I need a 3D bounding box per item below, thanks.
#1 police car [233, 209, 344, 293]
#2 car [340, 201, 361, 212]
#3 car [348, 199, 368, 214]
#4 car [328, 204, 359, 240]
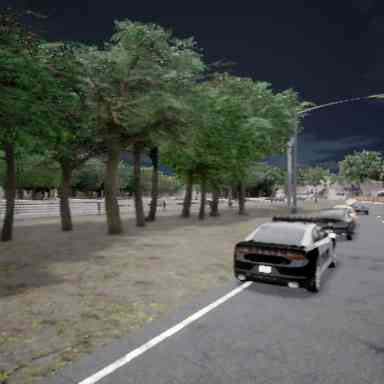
[{"bbox_3d":[2.890,1.494,9.445,1.930,1.638,5.238,1,0,30],"label":"police car"},{"bbox_3d":[10.712,1.647,23.526,1.801,1.575,5.366,0,0,28],"label":"car"},{"bbox_3d":[19.865,1.862,39.522,2.033,1.411,5.357,0,0,25],"label":"car"},{"bbox_3d":[7.772,1.654,18.066,1.837,1.490,4.892,0,0,29],"label":"car"}]
